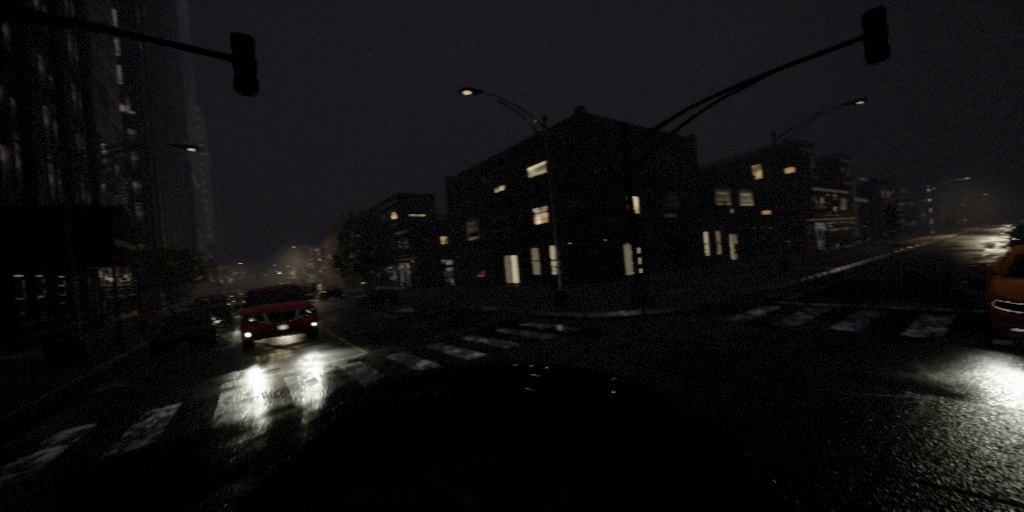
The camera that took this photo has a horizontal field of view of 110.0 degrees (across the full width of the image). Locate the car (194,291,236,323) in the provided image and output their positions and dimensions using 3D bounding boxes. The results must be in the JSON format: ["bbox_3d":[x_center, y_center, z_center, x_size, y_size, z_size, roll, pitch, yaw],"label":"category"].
[{"bbox_3d":[-18.576,3.316,22.366,2.192,1.841,5.009,0,0,-36],"label":"car"}]

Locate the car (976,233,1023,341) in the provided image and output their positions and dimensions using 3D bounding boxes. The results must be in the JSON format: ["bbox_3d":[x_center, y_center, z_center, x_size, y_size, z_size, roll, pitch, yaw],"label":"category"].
[{"bbox_3d":[9.795,0.492,6.195,5.008,1.535,1.882,-6,0,-35],"label":"car"}]

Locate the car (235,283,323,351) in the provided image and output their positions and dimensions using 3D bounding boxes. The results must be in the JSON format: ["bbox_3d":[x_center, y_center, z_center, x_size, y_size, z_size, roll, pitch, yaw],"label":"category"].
[{"bbox_3d":[-8.987,2.124,13.700,2.150,2.045,5.566,-5,-1,-36],"label":"car"}]

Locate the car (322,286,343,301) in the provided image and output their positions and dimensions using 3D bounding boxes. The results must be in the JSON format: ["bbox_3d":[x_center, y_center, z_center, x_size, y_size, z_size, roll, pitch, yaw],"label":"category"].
[{"bbox_3d":[-18.284,3.733,36.302,2.007,1.370,4.403,0,0,-36],"label":"car"}]

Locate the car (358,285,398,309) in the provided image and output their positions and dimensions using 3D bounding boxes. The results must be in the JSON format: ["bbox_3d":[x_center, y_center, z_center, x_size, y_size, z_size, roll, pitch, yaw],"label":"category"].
[{"bbox_3d":[-8.834,2.591,23.605,2.007,1.370,4.403,0,0,-36],"label":"car"}]

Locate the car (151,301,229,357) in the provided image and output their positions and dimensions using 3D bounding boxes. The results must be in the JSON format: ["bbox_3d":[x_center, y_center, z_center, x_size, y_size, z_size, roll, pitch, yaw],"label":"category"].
[{"bbox_3d":[-12.500,2.831,14.029,1.948,1.339,4.313,0,0,-36],"label":"car"}]

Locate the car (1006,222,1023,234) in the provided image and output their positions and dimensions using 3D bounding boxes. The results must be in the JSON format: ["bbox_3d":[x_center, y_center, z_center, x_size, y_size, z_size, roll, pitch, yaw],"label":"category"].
[{"bbox_3d":[33.612,-1.294,23.145,4.674,1.442,1.812,-6,0,-35],"label":"car"}]
